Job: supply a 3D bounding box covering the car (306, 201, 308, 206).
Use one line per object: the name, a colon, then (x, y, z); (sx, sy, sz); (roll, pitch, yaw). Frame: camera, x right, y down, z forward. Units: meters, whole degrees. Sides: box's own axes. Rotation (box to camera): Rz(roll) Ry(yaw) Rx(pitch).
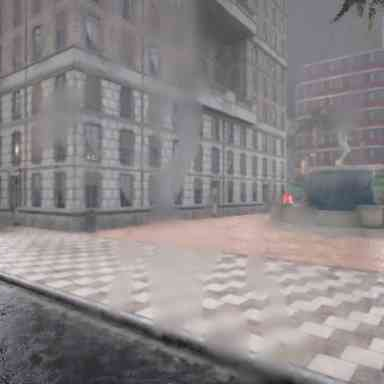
car: (18.614, 1.757, 47.890); (1.837, 1.490, 4.892); (1, -1, -41)
